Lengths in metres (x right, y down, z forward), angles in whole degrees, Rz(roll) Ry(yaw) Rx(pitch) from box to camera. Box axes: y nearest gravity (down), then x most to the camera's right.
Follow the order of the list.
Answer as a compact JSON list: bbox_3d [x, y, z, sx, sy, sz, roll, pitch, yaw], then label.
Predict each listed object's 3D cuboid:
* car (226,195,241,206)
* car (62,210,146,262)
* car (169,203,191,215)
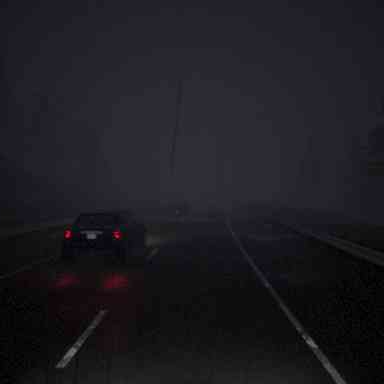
[{"bbox_3d":[8.146,1.695,66.850,2.150,2.045,5.566,0,0,12],"label":"car"},{"bbox_3d":[-3.083,1.436,12.600,2.097,1.767,4.553,0,0,2],"label":"car"},{"bbox_3d":[-1.263,1.854,36.798,1.895,1.301,4.718,0,0,6],"label":"car"}]
